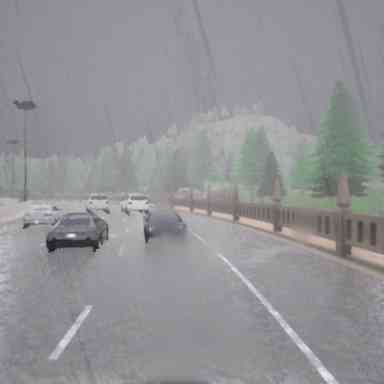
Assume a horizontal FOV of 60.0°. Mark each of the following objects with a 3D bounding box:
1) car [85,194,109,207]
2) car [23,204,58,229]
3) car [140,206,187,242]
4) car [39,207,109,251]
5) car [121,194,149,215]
[{"bbox_3d":[-10.229,1.223,35.851,2.150,2.045,5.566,0,0,-20],"label":"car"},{"bbox_3d":[-9.728,1.535,21.961,1.812,1.442,4.674,0,0,-13],"label":"car"},{"bbox_3d":[-1.465,1.594,16.421,1.895,1.301,4.718,0,0,-9],"label":"car"},{"bbox_3d":[-4.712,1.566,14.158,1.994,1.385,4.181,0,0,-8],"label":"car"},{"bbox_3d":[-5.888,1.213,34.080,2.150,2.045,5.566,0,0,-19],"label":"car"}]
